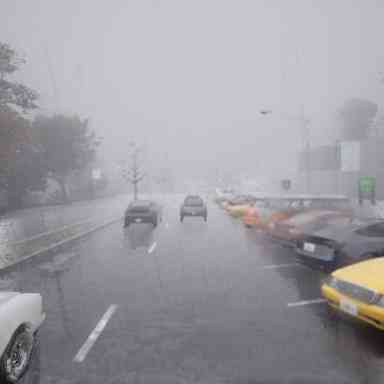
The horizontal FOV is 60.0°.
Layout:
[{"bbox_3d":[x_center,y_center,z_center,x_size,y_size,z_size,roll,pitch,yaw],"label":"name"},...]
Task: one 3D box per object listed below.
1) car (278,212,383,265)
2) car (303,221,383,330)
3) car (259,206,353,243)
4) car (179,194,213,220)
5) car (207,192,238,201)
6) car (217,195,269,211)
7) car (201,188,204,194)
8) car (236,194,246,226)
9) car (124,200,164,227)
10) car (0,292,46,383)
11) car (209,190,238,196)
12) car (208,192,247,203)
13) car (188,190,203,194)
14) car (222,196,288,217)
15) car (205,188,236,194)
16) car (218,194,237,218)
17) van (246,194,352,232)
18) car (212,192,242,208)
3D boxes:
[{"bbox_3d":[5.100,1.432,9.039,4.792,1.488,2.163,1,1,-20],"label":"car"},{"bbox_3d":[4.901,1.429,5.969,5.366,1.575,1.946,1,1,-20],"label":"car"},{"bbox_3d":[5.070,1.402,12.011,4.674,1.452,2.002,0,1,-20],"label":"car"},{"bbox_3d":[0.111,1.161,24.144,2.128,1.511,4.902,0,1,0],"label":"car"},{"bbox_3d":[5.119,0.692,56.759,4.792,1.488,2.163,1,0,-20],"label":"car"},{"bbox_3d":[5.079,1.041,32.892,4.674,1.452,2.002,0,1,-20],"label":"car"},{"bbox_3d":[4.923,0.587,62.644,5.366,1.575,1.946,1,1,-20],"label":"car"},{"bbox_3d":[5.050,1.145,17.967,4.553,1.767,2.185,0,1,-20],"label":"car"},{"bbox_3d":[-2.892,1.242,20.335,1.837,1.490,4.892,0,1,0],"label":"car"},{"bbox_3d":[-2.899,1.581,2.364,1.895,1.301,4.718,0,1,0],"label":"car"},{"bbox_3d":[5.097,0.859,41.831,4.892,1.521,2.231,0,1,-20],"label":"car"},{"bbox_3d":[5.095,0.774,47.796,5.008,1.535,2.097,0,1,-20],"label":"car"},{"bbox_3d":[0.117,0.879,41.318,1.837,1.490,4.892,0,1,0],"label":"car"},{"bbox_3d":[5.107,1.138,26.940,4.792,1.488,2.163,0,1,-20],"label":"car"},{"bbox_3d":[5.118,0.563,44.829,5.566,2.045,2.435,1,1,-20],"label":"car"},{"bbox_3d":[4.906,1.160,23.878,5.366,1.575,1.946,0,1,-20],"label":"car"},{"bbox_3d":[4.971,1.094,14.939,4.442,1.987,1.878,0,1,-20],"label":"van"},{"bbox_3d":[4.909,1.049,29.844,5.366,1.575,1.946,0,1,-20],"label":"car"}]
